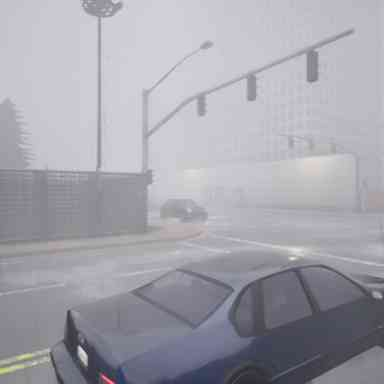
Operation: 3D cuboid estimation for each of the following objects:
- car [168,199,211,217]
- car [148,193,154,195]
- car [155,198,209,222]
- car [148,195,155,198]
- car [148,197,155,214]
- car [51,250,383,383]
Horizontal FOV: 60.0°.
[{"bbox_3d":[-0.357,1.497,32.073,1.812,1.442,4.674,0,0,-35],"label":"car"},{"bbox_3d":[-8.138,1.203,55.473,2.150,2.045,5.566,0,0,-35],"label":"car"},{"bbox_3d":[-0.677,1.318,26.479,2.097,1.767,4.553,0,0,-35],"label":"car"},{"bbox_3d":[-5.588,1.476,39.444,1.837,1.490,4.892,0,0,-35],"label":"car"},{"bbox_3d":[-5.864,1.492,33.783,1.812,1.442,4.674,0,0,-35],"label":"car"},{"bbox_3d":[1.046,1.553,4.516,5.357,1.411,2.033,0,0,-35],"label":"car"}]
